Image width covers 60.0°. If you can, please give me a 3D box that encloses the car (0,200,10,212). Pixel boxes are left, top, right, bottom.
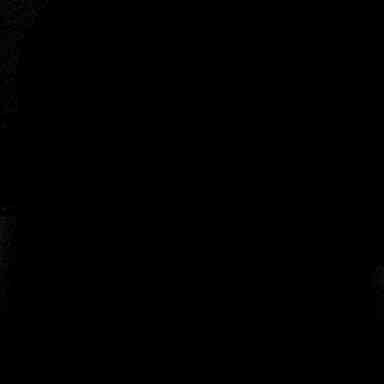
[{"bbox_3d":[-19.347,1.181,29.145,2.192,1.841,5.009,0,-1,36],"label":"car"}]

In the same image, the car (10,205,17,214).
[{"bbox_3d":[-16.203,1.524,33.533,1.802,1.307,4.206,0,-1,36],"label":"car"}]
